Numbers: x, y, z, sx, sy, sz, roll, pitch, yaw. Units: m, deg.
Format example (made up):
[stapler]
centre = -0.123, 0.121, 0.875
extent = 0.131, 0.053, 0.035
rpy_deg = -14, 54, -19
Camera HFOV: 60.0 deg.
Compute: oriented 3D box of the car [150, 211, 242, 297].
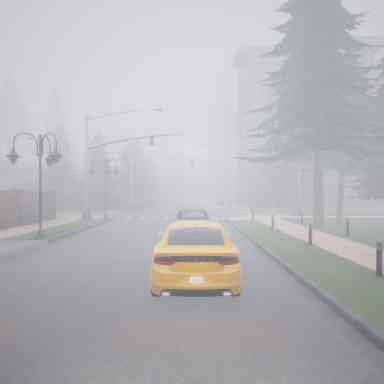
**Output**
[car]
centre = 0.078, 1.478, 8.636
extent = 1.882, 1.535, 5.008
rpy_deg = 0, 0, 0
